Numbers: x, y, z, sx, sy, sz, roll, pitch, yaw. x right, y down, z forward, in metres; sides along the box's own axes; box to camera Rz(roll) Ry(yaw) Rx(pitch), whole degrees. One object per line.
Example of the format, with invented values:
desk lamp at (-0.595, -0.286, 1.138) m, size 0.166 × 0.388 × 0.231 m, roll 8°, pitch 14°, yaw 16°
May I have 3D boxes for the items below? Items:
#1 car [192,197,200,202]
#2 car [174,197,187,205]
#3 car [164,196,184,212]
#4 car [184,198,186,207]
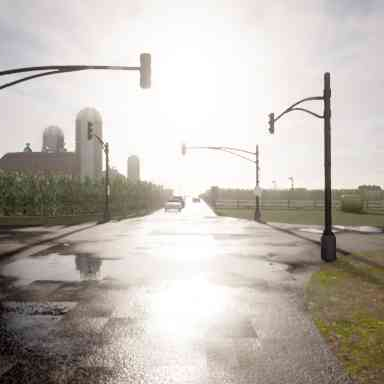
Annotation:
car at (0.998, 1.716, 77.304) m, size 1.895 × 1.301 × 4.718 m, roll 0°, pitch 0°, yaw 1°
car at (-2.003, 1.621, 60.134) m, size 2.033 × 1.411 × 5.357 m, roll 0°, pitch 0°, yaw 1°
car at (-2.232, 1.565, 40.126) m, size 1.812 × 1.442 × 4.674 m, roll 0°, pitch 0°, yaw 1°
car at (-2.129, 1.406, 49.953) m, size 2.097 × 1.767 × 4.553 m, roll 0°, pitch 0°, yaw 1°
